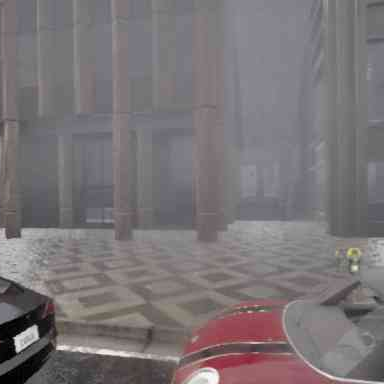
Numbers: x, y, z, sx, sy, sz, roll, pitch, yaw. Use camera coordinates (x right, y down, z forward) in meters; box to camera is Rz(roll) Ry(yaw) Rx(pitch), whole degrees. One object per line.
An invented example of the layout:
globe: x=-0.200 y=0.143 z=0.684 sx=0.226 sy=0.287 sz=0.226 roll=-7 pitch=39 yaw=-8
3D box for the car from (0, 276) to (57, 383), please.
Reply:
car: x=-3.750 y=1.586 z=3.913 sx=4.313 sy=1.339 sz=1.947 roll=-1 pitch=0 yaw=12

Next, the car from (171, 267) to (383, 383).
car: x=1.795 y=1.391 z=2.698 sx=4.097 sy=1.590 sz=1.967 roll=-1 pitch=0 yaw=12
